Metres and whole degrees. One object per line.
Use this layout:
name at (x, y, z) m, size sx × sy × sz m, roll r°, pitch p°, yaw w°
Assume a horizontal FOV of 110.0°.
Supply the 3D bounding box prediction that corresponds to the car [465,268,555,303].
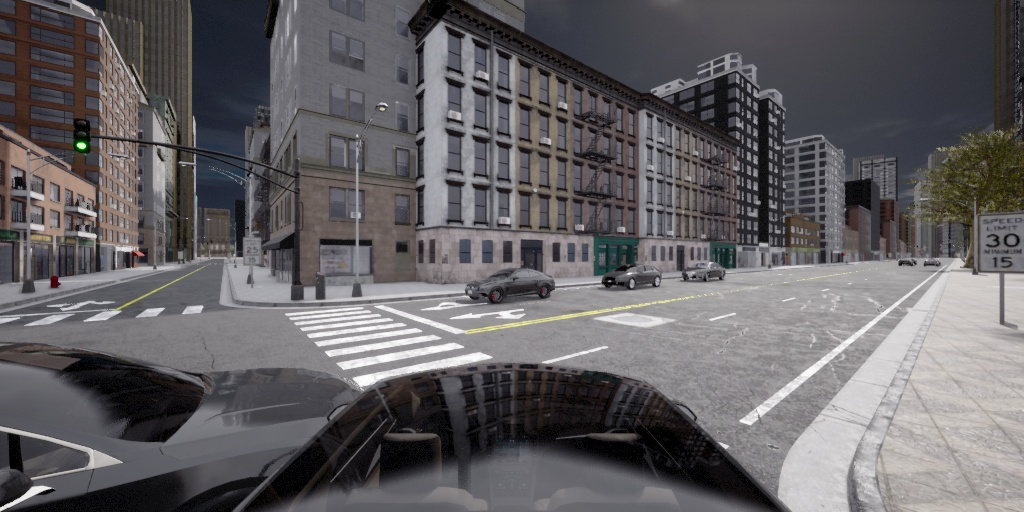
car at (0.024, 1.287, 16.787) m, size 4.674 × 1.442 × 1.812 m, roll 0°, pitch 0°, yaw -39°

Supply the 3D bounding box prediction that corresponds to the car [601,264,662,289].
car at (7.739, 1.259, 22.983) m, size 4.892 × 1.490 × 1.837 m, roll 0°, pitch 0°, yaw -39°

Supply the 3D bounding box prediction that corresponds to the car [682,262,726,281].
car at (15.773, 1.237, 29.423) m, size 4.902 × 1.511 × 2.128 m, roll 0°, pitch 0°, yaw -39°

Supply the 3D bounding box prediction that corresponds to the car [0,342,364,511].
car at (-3.216, 1.257, 1.828) m, size 4.892 × 1.490 × 1.837 m, roll 0°, pitch 0°, yaw -34°
